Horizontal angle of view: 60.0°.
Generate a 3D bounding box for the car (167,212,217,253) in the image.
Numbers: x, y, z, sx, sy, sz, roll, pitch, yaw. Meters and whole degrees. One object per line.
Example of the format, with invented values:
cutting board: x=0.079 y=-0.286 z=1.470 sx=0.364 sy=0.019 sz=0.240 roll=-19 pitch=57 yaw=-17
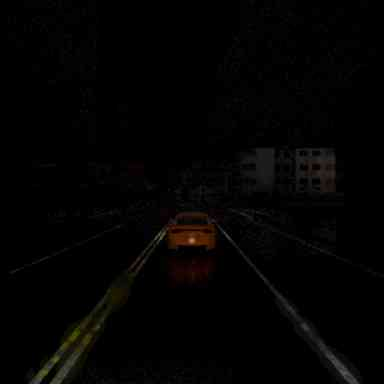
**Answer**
car: x=0.005 y=1.612 z=14.477 sx=1.882 sy=1.535 sz=5.008 roll=0 pitch=0 yaw=0
